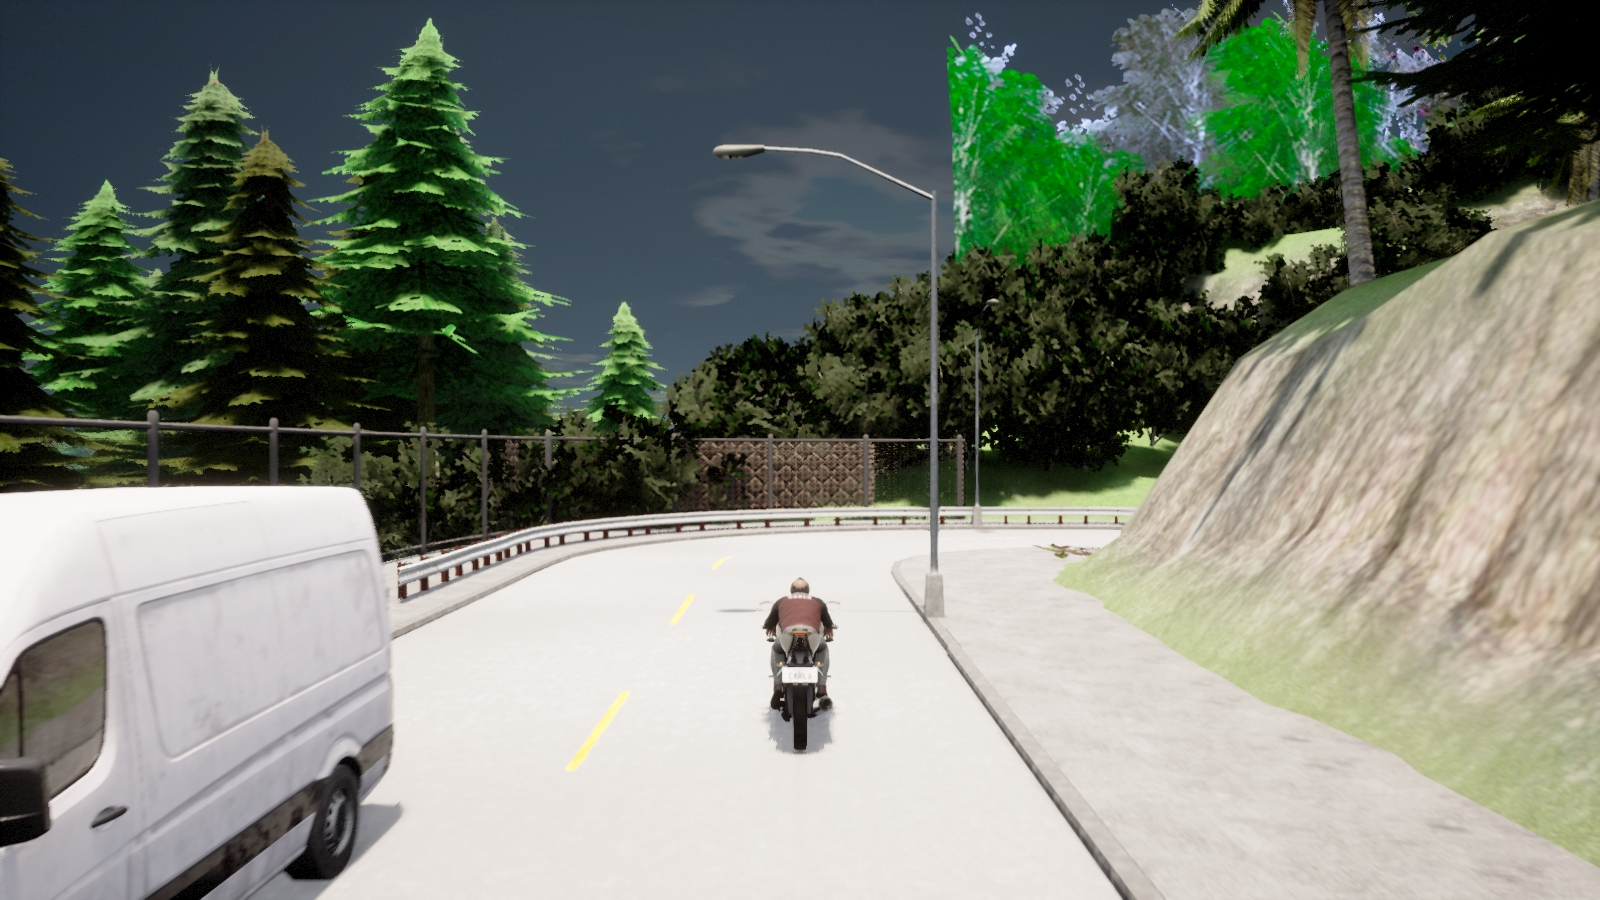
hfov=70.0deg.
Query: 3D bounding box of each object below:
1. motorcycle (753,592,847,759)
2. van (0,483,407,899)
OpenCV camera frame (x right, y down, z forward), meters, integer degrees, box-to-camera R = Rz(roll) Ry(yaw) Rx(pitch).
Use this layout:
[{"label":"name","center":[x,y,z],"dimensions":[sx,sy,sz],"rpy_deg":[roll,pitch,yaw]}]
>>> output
[{"label":"motorcycle","center":[-0.001,2.206,11.568],"dimensions":[0.867,1.251,2.209],"rpy_deg":[0,0,0]},{"label":"van","center":[-4.005,1.535,5.812],"dimensions":[1.988,2.561,5.915],"rpy_deg":[0,0,0]}]
